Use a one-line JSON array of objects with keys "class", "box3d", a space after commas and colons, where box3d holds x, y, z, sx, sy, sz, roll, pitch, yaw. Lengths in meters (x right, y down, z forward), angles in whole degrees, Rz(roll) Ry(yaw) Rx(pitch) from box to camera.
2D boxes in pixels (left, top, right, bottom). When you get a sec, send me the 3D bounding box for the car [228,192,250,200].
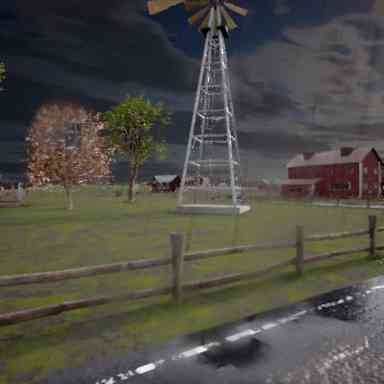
[{"class": "car", "box3d": [8.663, 0.734, 61.186, 2.128, 1.511, 4.902, 1, 0, -35]}]
